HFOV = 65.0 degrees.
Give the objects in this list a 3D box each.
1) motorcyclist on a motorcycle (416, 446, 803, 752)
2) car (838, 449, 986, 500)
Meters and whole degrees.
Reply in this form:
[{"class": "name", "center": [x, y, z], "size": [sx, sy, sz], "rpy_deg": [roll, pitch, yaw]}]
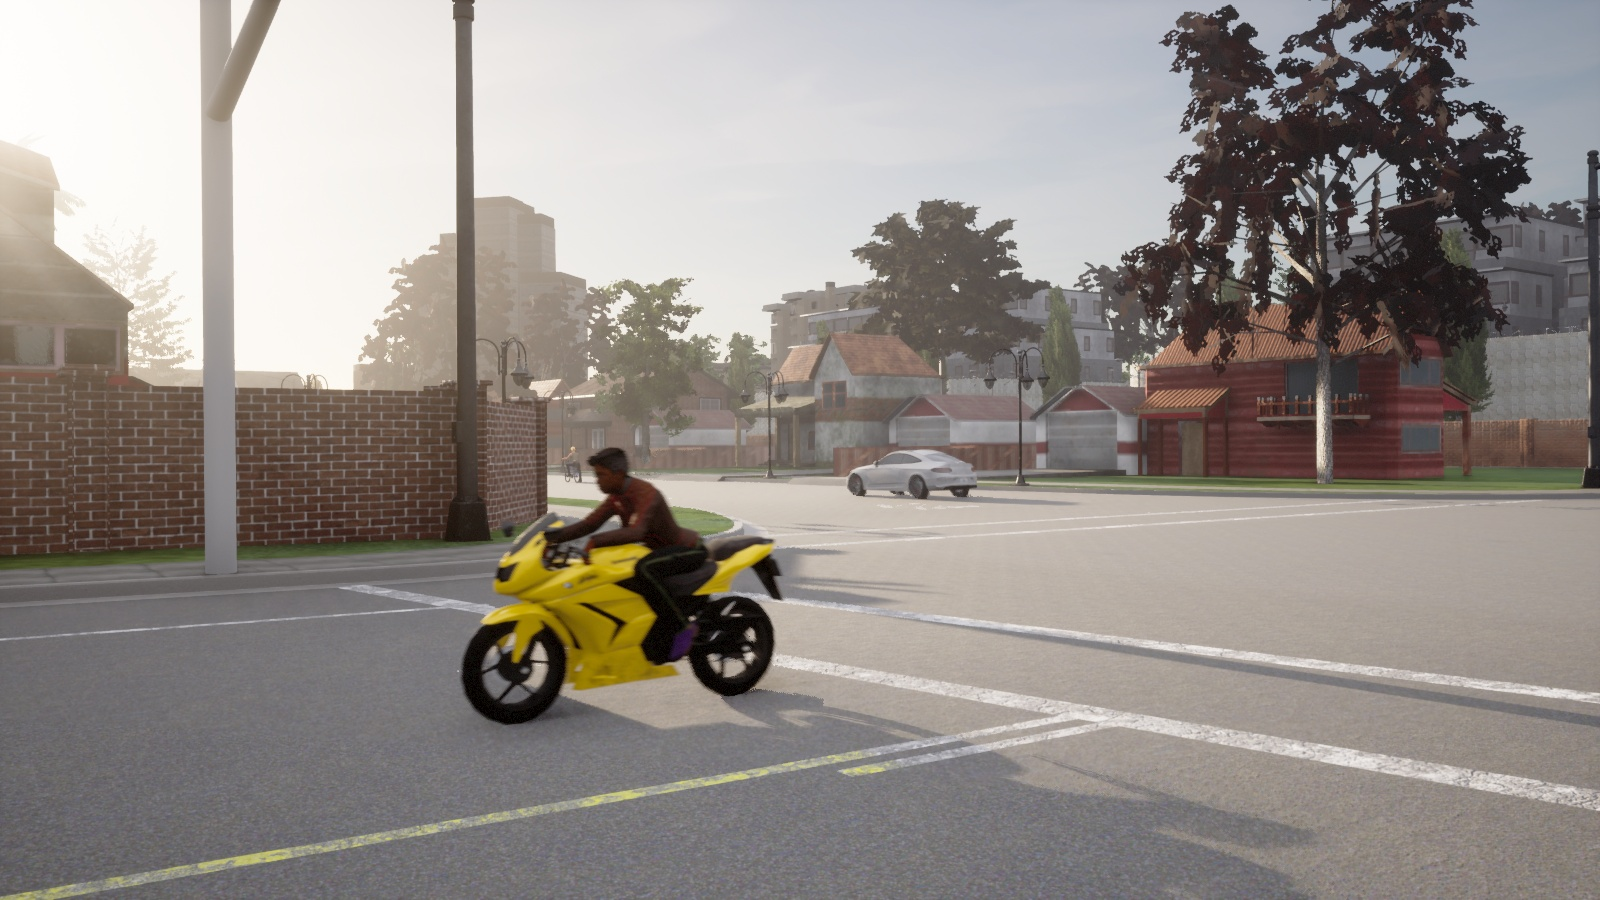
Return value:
[{"class": "motorcyclist on a motorcycle", "center": [-1.051, 0.745, 7.192], "size": [2.044, 1.523, 0.797], "rpy_deg": [0, 0, -35]}, {"class": "car", "center": [3.304, 0.698, 38.010], "size": [1.812, 1.442, 4.674], "rpy_deg": [-1, 0, -36]}]
